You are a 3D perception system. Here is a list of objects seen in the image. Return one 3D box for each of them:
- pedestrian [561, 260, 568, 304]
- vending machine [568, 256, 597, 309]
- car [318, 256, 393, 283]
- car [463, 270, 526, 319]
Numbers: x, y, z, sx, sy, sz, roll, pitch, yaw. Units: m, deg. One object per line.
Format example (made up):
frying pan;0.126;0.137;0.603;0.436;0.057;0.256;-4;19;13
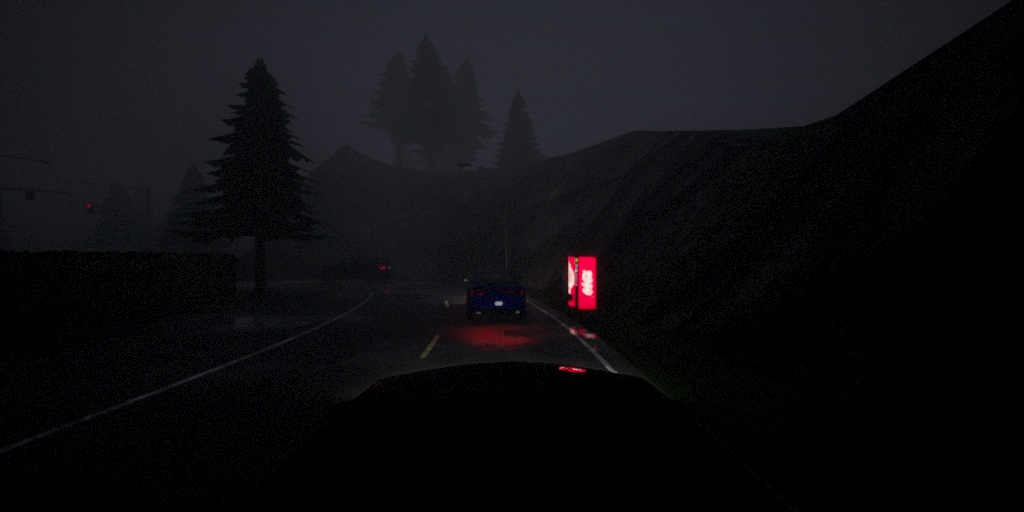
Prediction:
pedestrian;2.289;1.072;15.270;0.375;1.860;0.375;0;0;-11
vending machine;2.784;0.971;14.211;1.100;2.100;0.880;0;0;-10
car;-12.143;1.025;28.049;5.566;2.045;2.150;0;-1;6
car;-0.727;1.251;13.060;1.882;1.535;5.008;0;0;-8
